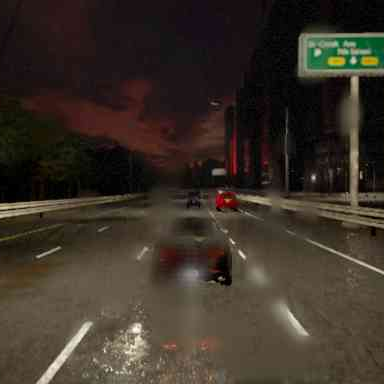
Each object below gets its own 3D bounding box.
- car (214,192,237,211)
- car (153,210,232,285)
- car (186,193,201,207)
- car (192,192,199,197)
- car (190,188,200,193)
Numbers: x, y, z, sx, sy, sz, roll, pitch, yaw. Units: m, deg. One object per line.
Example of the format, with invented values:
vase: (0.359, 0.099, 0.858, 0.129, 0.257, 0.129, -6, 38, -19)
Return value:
car: (3.755, 1.038, 37.451, 2.150, 2.045, 5.566, 0, 1, 1)
car: (0.012, 1.475, 9.358, 1.837, 1.490, 4.892, 0, 0, 0)
car: (0.229, 1.296, 45.010, 2.033, 1.411, 5.357, 0, 1, 1)
car: (0.947, 0.721, 92.942, 1.812, 1.442, 4.674, 0, 1, 1)
car: (0.449, 0.775, 63.581, 2.150, 2.045, 5.566, 0, 1, 1)
